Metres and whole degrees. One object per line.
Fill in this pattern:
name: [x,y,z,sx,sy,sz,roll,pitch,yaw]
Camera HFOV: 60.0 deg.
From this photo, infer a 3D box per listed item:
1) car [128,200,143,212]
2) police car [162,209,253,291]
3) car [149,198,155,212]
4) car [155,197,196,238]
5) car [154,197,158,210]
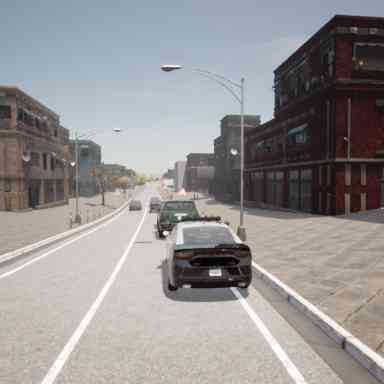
car: [-8.268,2.009,48.710,1.837,1.490,4.892,0,1,-7]
police car: [0.230,1.479,9.381,1.930,1.638,5.238,0,-1,-6]
car: [-4.950,1.996,46.295,1.837,1.490,4.892,0,-1,-7]
car: [-0.874,1.466,19.318,2.150,2.045,5.566,0,-1,-7]
car: [-1.578,1.622,25.287,2.150,2.045,5.566,0,-1,-7]
